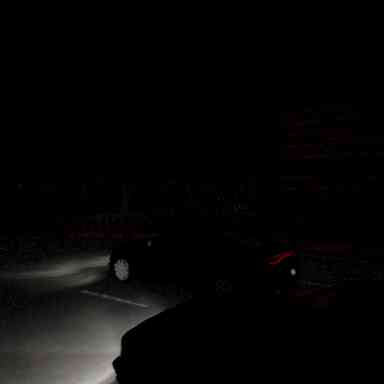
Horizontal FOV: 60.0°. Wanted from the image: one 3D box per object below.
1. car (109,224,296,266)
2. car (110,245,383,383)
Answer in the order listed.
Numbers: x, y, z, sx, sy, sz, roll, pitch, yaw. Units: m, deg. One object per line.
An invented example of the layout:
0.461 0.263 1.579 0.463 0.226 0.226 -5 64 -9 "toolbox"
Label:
0.067 1.529 8.244 5.008 1.535 1.882 -1 -1 35 "car"
1.766 1.547 2.733 5.357 1.411 2.033 0 0 35 "car"
